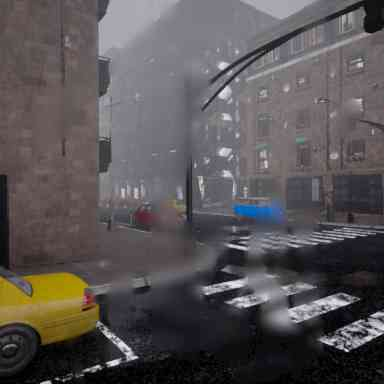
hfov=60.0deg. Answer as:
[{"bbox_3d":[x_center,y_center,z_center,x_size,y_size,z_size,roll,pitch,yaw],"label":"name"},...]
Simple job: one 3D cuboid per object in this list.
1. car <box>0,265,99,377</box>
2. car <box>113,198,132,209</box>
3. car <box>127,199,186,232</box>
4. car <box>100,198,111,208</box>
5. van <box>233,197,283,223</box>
[{"bbox_3d":[-3.634,1.525,3.972,4.829,1.417,1.752,0,0,-36],"label":"car"},{"bbox_3d":[-8.440,1.463,43.206,1.887,1.381,4.507,-1,0,-36],"label":"car"},{"bbox_3d":[-1.928,1.440,19.972,1.967,1.590,4.097,0,0,-36],"label":"car"},{"bbox_3d":[-11.766,1.463,47.787,1.887,1.381,4.507,-1,0,-36],"label":"car"},{"bbox_3d":[4.864,1.280,24.880,1.690,1.788,3.998,0,0,-36],"label":"van"}]
